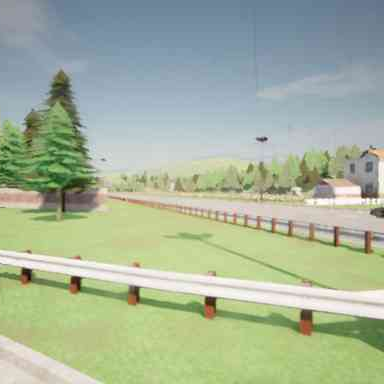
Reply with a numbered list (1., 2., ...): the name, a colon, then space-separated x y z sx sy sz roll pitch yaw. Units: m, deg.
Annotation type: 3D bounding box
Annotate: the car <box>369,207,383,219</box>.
1. car: 16.491 1.464 25.675 2.033 1.411 5.357 0 0 -19
